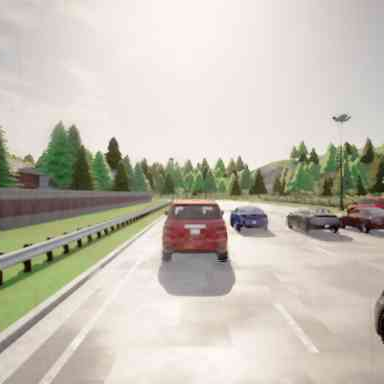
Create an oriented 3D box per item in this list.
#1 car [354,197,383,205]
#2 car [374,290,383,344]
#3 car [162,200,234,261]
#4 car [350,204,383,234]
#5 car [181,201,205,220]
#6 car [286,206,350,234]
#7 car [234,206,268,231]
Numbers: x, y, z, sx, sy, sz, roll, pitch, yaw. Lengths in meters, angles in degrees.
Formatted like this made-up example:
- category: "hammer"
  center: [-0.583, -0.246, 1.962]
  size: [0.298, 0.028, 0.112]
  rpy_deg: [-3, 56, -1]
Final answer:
- category: "car"
  center: [14.089, 1.382, 25.635]
  size: [2.150, 2.045, 5.566]
  rpy_deg: [0, 0, 0]
- category: "car"
  center: [3.598, 1.524, 2.948]
  size: [1.837, 1.490, 4.892]
  rpy_deg: [0, 0, 0]
- category: "car"
  center: [0.095, 1.302, 12.678]
  size: [2.150, 2.045, 5.566]
  rpy_deg: [0, 0, 0]
- category: "car"
  center: [10.578, 1.652, 20.101]
  size: [1.812, 1.442, 4.674]
  rpy_deg: [0, 0, 0]
- category: "car"
  center: [0.086, 1.687, 31.118]
  size: [2.128, 1.511, 4.902]
  rpy_deg: [0, 0, 0]
- category: "car"
  center: [7.092, 1.617, 19.884]
  size: [2.128, 1.511, 4.902]
  rpy_deg: [0, 0, 0]
- category: "car"
  center: [3.589, 1.613, 21.577]
  size: [1.882, 1.535, 5.008]
  rpy_deg: [0, 0, 0]
